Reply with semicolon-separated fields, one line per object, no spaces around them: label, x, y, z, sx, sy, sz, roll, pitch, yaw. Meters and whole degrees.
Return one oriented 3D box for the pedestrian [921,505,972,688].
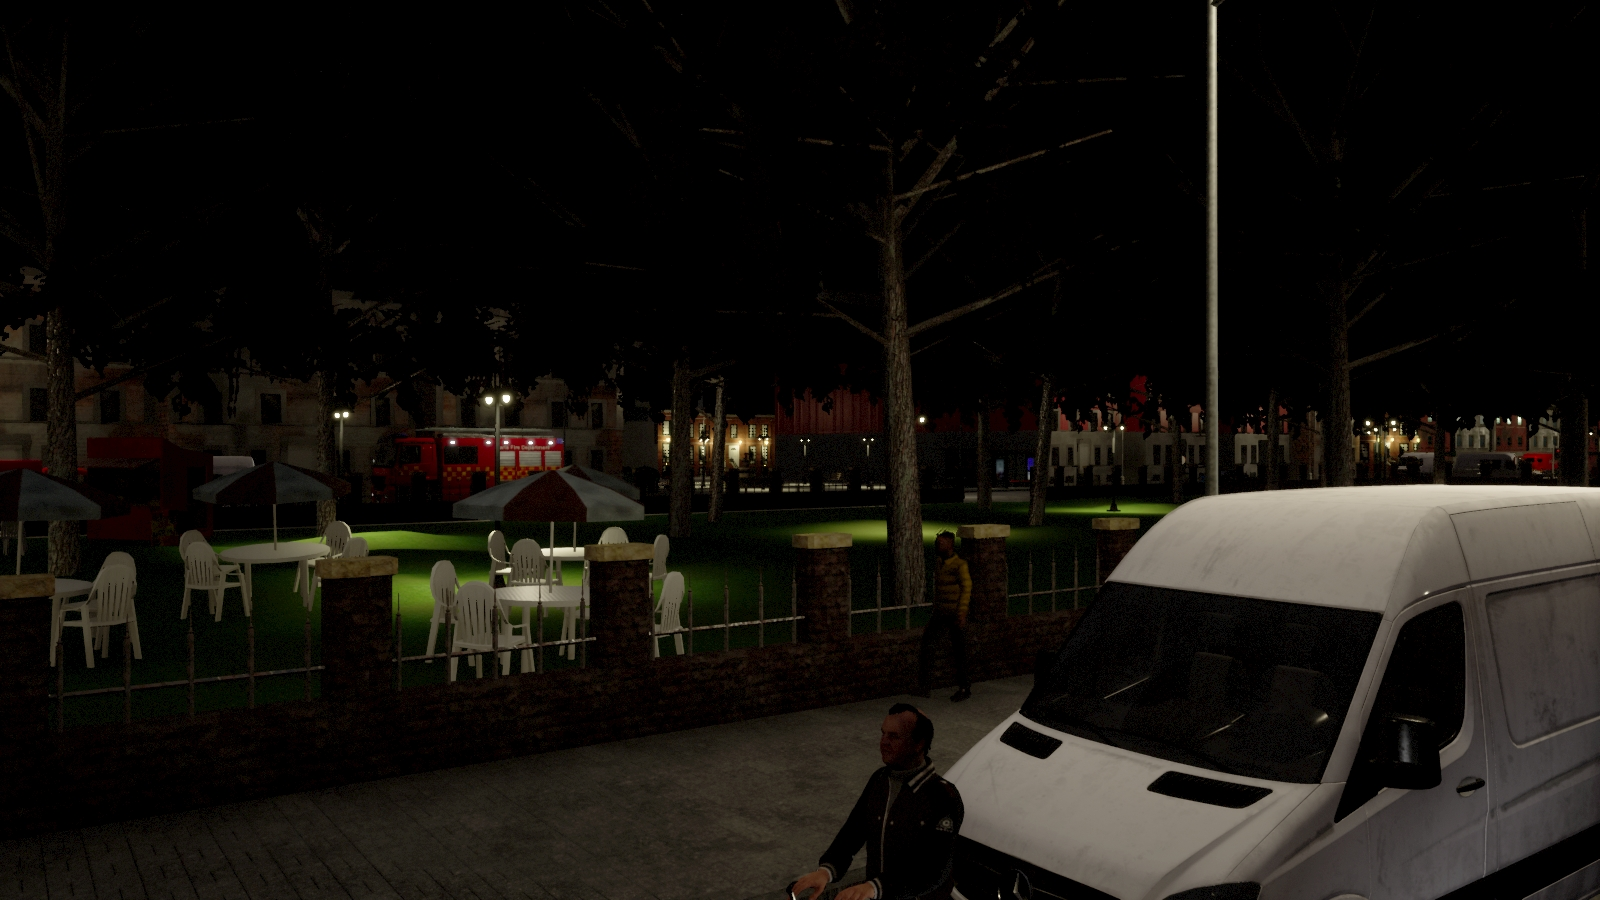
pedestrian;1.542;1.525;12.052;0.375;1.860;0.375;0;0;-35

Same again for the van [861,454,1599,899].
van;3.302;1.314;6.746;5.915;2.561;1.988;0;0;-35

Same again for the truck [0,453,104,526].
truck;-27.693;1.348;40.278;5.204;2.467;2.627;0;0;-35
